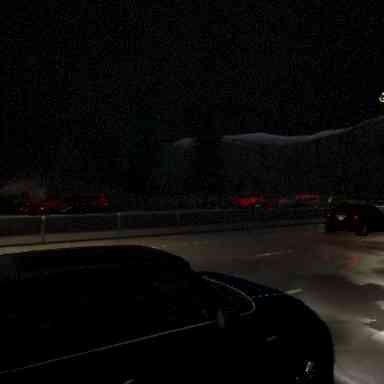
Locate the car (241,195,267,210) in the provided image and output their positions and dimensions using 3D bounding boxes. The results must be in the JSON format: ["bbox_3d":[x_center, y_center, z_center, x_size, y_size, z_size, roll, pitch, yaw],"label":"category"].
[{"bbox_3d":[7.784,1.345,34.784,4.674,1.442,1.812,1,0,-35],"label":"car"}]

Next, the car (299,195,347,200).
[{"bbox_3d":[14.264,1.396,35.020,5.566,2.045,2.150,1,0,-35],"label":"car"}]

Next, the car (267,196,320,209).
[{"bbox_3d":[9.775,1.364,31.905,4.674,1.442,1.812,1,0,-35],"label":"car"}]

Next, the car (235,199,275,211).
[{"bbox_3d":[8.343,1.663,43.692,5.357,1.411,2.033,1,0,-34],"label":"car"}]

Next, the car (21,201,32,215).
[{"bbox_3d":[-12.099,1.111,29.660,5.566,2.045,2.150,1,0,-35],"label":"car"}]

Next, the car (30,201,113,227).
[{"bbox_3d":[-7.064,1.462,20.360,4.674,1.442,1.812,1,0,-35],"label":"car"}]

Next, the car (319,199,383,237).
[{"bbox_3d":[9.692,1.464,18.959,4.553,1.767,2.097,1,0,-35],"label":"car"}]

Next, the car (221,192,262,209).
[{"bbox_3d":[5.771,1.027,37.645,5.566,2.045,2.150,1,0,-35],"label":"car"}]

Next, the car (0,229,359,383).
[{"bbox_3d":[-0.625,1.344,3.307,4.553,1.767,2.097,1,0,-35],"label":"car"}]

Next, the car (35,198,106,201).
[{"bbox_3d":[-8.277,1.431,23.793,4.892,1.490,1.837,1,0,-35],"label":"car"}]

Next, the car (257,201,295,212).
[{"bbox_3d":[10.294,1.735,40.786,4.718,1.301,1.895,1,0,-34],"label":"car"}]

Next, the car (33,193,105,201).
[{"bbox_3d":[-9.624,1.135,27.116,5.566,2.045,2.150,1,0,-35],"label":"car"}]
